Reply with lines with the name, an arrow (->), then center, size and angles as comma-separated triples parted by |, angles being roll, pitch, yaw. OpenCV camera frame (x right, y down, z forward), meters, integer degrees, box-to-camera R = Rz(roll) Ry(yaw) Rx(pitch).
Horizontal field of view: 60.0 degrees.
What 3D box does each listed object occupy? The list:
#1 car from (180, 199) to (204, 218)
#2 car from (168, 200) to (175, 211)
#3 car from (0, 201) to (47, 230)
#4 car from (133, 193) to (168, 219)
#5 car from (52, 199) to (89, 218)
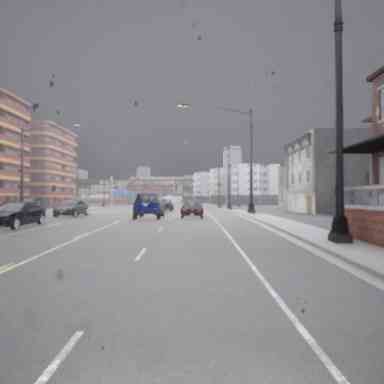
car -> 0.016, 1.505, 28.133 | 1.895, 1.301, 4.718 | 0, -1, 0
car -> -3.425, 1.837, 44.852 | 2.128, 1.511, 4.902 | 0, -2, 0
car -> -10.496, 1.322, 19.843 | 1.882, 1.535, 5.008 | 0, 0, 0
car -> -3.481, 1.120, 27.507 | 2.150, 2.045, 5.566 | 0, -1, 0
car -> -10.512, 1.423, 29.158 | 1.837, 1.490, 4.892 | 0, 0, 0
